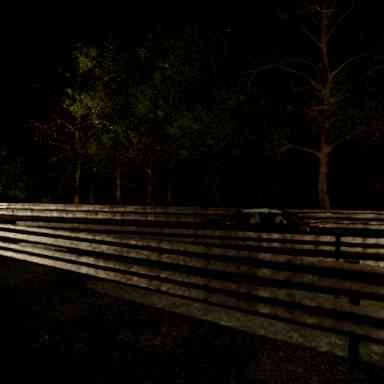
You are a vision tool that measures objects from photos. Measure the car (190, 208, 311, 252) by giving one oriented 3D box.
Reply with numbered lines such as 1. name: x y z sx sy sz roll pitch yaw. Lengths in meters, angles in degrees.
1. car: 2.277 1.481 13.336 4.856 1.649 2.033 0 0 23
